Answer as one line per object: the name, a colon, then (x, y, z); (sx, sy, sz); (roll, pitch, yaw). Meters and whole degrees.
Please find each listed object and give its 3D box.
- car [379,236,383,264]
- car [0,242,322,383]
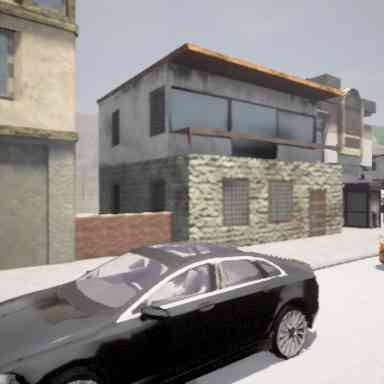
car: (7.625, 1.332, 10.007); (4.553, 1.767, 2.097); (0, 0, -35)
car: (-0.309, 1.489, 4.381); (4.902, 1.511, 2.128); (0, 0, -35)
